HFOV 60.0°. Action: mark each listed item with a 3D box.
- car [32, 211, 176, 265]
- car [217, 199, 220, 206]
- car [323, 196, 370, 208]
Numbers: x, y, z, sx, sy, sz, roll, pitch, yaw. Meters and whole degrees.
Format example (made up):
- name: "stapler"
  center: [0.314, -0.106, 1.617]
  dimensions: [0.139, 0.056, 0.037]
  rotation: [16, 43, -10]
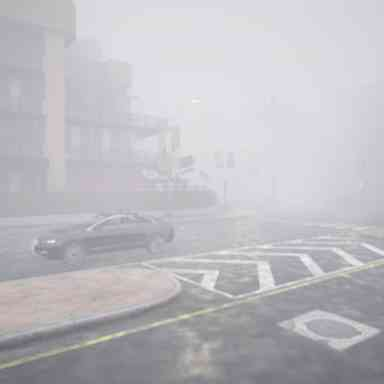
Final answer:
- name: "car"
  center: [-2.900, 1.458, 11.674]
  dimensions: [4.902, 1.511, 2.128]
  rotation: [-1, 0, -35]
- name: "car"
  center: [2.162, 1.260, 48.633]
  dimensions: [2.128, 1.511, 4.902]
  rotation: [-1, 0, -35]
- name: "car"
  center: [19.607, 1.234, 42.415]
  dimensions: [2.033, 1.411, 5.357]
  rotation: [-1, 0, -35]
